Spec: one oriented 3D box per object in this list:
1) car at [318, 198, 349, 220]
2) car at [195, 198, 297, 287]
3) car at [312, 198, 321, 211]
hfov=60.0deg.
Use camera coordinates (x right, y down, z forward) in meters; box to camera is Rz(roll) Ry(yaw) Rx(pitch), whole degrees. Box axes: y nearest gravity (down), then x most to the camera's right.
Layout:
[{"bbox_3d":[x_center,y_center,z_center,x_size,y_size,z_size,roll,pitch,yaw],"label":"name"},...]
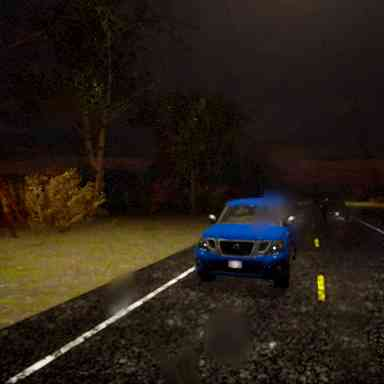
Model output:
[{"bbox_3d":[11.823,1.482,27.646,1.837,1.490,4.892,0,-2,18],"label":"car"},{"bbox_3d":[1.888,1.232,9.881,2.150,2.045,5.566,0,0,20],"label":"car"},{"bbox_3d":[15.864,1.470,40.749,2.128,1.511,4.902,0,0,17],"label":"car"}]
